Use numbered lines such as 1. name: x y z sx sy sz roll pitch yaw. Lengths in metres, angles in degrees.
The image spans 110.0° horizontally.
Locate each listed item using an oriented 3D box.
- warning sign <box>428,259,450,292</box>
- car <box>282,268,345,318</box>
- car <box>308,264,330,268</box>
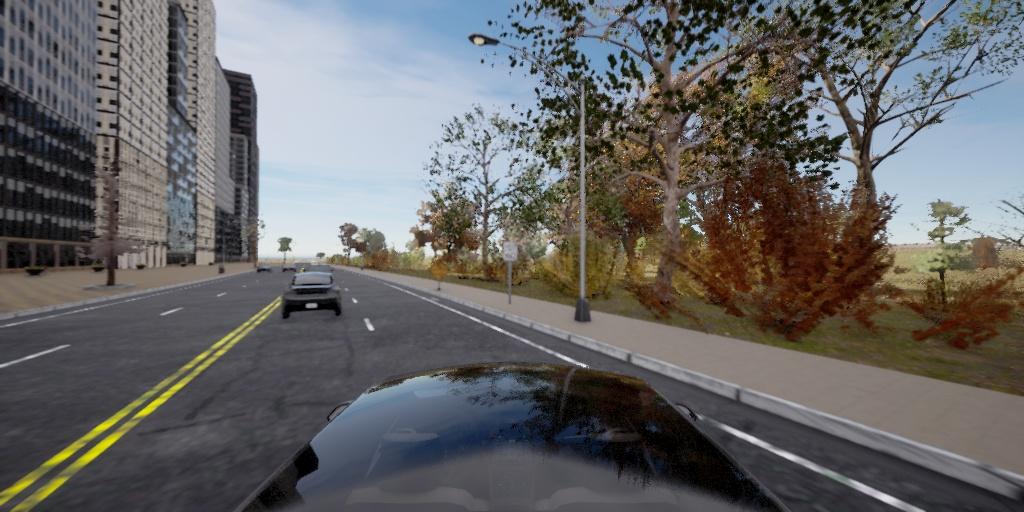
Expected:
1. warning sign: -4.174 1.073 20.490 1.300 1.860 1.060 0 0 -27
2. car: -7.672 1.392 13.957 1.837 1.490 4.892 0 0 -27
3. car: -14.638 1.379 27.207 2.097 1.767 4.553 0 -1 -28
